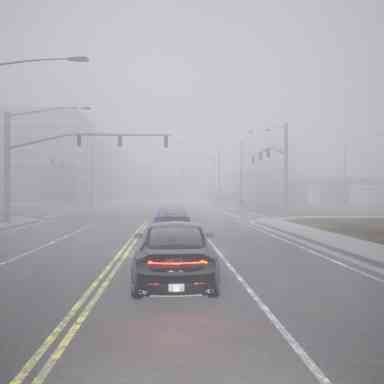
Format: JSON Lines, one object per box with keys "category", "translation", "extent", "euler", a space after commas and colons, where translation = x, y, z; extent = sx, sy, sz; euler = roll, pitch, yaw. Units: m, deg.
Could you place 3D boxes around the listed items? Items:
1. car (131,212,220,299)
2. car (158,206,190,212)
{"category": "car", "translation": [-0.442, 1.505, 8.503], "extent": [1.837, 1.490, 4.892], "euler": [0, 0, -4]}
{"category": "car", "translation": [-1.079, 1.478, 17.976], "extent": [1.882, 1.535, 5.008], "euler": [0, 0, -4]}
